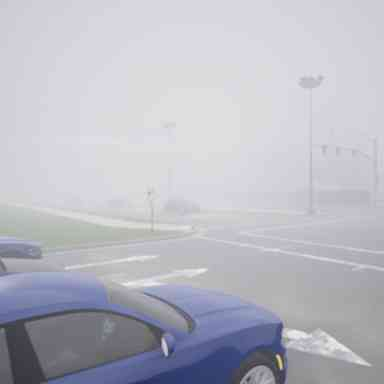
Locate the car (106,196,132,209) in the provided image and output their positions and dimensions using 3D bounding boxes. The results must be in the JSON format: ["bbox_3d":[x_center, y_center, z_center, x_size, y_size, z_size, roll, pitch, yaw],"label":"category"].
[{"bbox_3d":[-9.675,1.347,43.902,2.128,1.511,4.902,-1,0,-36],"label":"car"}]

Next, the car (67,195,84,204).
[{"bbox_3d":[-20.766,1.349,59.231,2.128,1.511,4.902,-1,0,-36],"label":"car"}]

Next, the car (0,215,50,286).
[{"bbox_3d":[-6.260,1.483,7.899,5.008,1.535,1.882,-1,0,-36],"label":"car"}]

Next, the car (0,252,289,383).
[{"bbox_3d":[-1.262,1.473,2.862,5.008,1.535,1.882,-1,0,-35],"label":"car"}]

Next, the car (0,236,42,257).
[{"bbox_3d":[-3.985,1.566,5.222,4.181,1.385,1.994,-1,0,-35],"label":"car"}]

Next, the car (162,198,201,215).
[{"bbox_3d":[-1.094,1.358,32.245,1.837,1.490,4.892,-1,1,-36],"label":"car"}]
